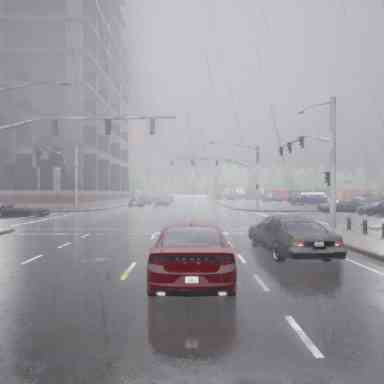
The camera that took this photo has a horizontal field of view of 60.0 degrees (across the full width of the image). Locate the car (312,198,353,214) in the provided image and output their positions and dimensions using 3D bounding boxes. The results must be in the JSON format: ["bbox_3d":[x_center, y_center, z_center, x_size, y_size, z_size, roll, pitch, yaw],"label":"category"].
[{"bbox_3d":[16.281,1.603,35.773,5.357,1.411,2.033,0,0,-1],"label":"car"}]

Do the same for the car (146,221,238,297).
[{"bbox_3d":[-0.012,1.478,8.640,1.882,1.535,5.008,0,0,0],"label":"car"}]

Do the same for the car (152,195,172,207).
[{"bbox_3d":[-4.611,1.477,51.209,1.882,1.535,5.008,0,0,-1],"label":"car"}]

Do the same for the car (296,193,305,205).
[{"bbox_3d":[24.022,1.209,66.875,4.605,1.855,1.932,0,0,-1],"label":"car"}]

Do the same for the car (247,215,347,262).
[{"bbox_3d":[3.477,1.547,12.076,2.033,1.411,5.357,0,0,-4],"label":"car"}]

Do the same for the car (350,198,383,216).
[{"bbox_3d":[18.386,1.581,32.277,4.674,1.442,1.812,0,0,-1],"label":"car"}]

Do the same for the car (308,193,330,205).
[{"bbox_3d":[24.118,1.451,61.297,3.806,1.475,1.970,0,0,-1],"label":"car"}]

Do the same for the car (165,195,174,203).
[{"bbox_3d":[-4.837,1.500,71.703,1.837,1.490,4.892,0,0,-1],"label":"car"}]

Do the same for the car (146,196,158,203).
[{"bbox_3d":[-8.296,1.564,68.992,1.994,1.385,4.181,0,0,-1],"label":"car"}]

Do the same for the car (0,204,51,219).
[{"bbox_3d":[-14.801,1.656,28.606,4.718,1.301,1.895,0,0,-6],"label":"car"}]

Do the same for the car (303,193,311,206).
[{"bbox_3d":[24.095,1.419,64.192,3.905,1.438,1.784,0,0,-1],"label":"car"}]

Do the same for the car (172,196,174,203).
[{"bbox_3d":[-4.744,1.547,61.290,2.033,1.411,5.357,0,0,0],"label":"car"}]

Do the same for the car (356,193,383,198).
[{"bbox_3d":[39.038,1.209,72.549,4.605,1.855,1.932,0,0,-1],"label":"car"}]

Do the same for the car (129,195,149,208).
[{"bbox_3d":[-8.080,1.491,48.901,2.128,1.511,4.902,0,0,-1],"label":"car"}]

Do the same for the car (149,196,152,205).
[{"bbox_3d":[-8.208,1.352,58.114,2.097,1.767,4.553,0,0,-1],"label":"car"}]
